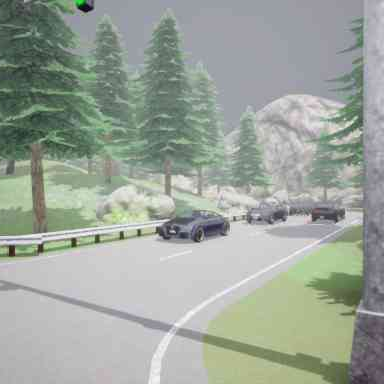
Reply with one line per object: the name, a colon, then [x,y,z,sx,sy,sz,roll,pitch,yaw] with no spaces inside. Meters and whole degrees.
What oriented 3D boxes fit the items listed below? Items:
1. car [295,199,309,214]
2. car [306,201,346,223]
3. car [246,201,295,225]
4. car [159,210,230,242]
car: [11.054,1.531,33.511,1.837,1.490,4.892,0,0,26]
car: [10.656,1.598,25.868,1.837,1.490,4.892,0,-1,33]
car: [5.673,1.513,24.825,2.128,1.511,4.902,0,0,33]
car: [0.222,1.581,16.507,1.994,1.385,4.181,0,0,33]
